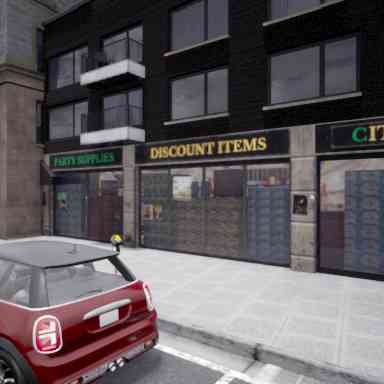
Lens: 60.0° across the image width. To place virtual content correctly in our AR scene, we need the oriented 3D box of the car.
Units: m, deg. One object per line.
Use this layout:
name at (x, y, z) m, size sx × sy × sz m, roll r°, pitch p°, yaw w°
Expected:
car at (-2.509, 1.440, 4.872) m, size 4.097 × 1.590 × 1.967 m, roll 0°, pitch 0°, yaw 36°
